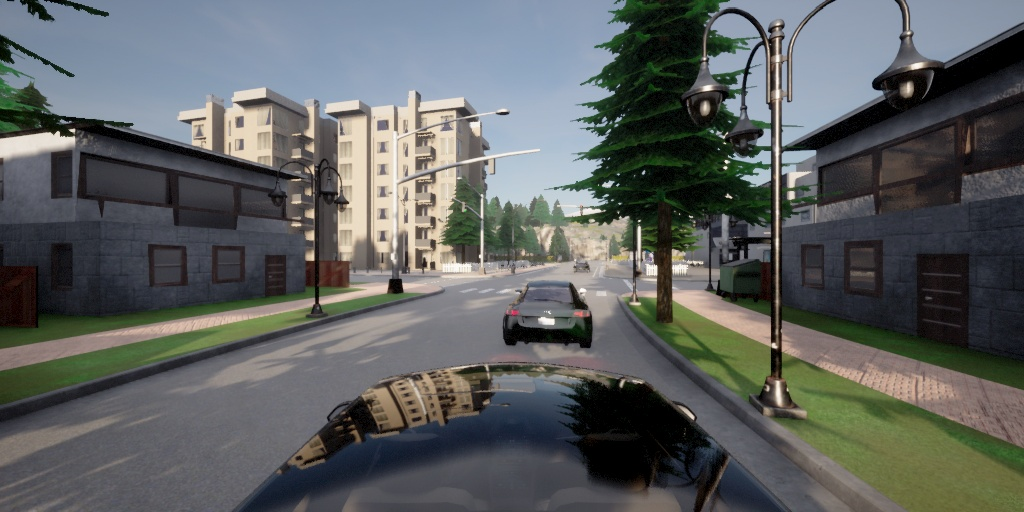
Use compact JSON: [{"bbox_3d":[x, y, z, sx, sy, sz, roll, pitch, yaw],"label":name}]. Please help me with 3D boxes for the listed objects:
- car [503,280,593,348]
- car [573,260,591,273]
[{"bbox_3d":[0.997,1.314,9.335,1.994,1.385,4.181,0,0,8],"label":"car"},{"bbox_3d":[8.746,1.276,44.880,2.128,1.511,4.902,0,0,14],"label":"car"}]
